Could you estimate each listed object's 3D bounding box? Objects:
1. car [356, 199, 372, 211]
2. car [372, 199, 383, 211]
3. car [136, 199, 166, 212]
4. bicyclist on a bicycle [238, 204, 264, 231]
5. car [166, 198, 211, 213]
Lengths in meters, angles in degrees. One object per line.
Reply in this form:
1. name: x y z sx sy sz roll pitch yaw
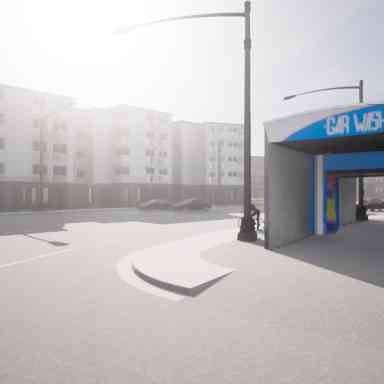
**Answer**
1. car: 15.684 1.601 34.084 4.718 1.301 1.895 0 0 -22
2. car: 22.009 1.526 39.913 4.674 1.442 1.812 0 0 -18
3. car: -4.185 1.525 38.714 4.674 1.442 1.812 0 0 -38
4. bicyclist on a bicycle: 3.233 1.301 18.267 1.656 1.620 0.582 0 0 38
5. car: -0.044 1.505 37.512 4.892 1.490 1.837 0 -1 -36
